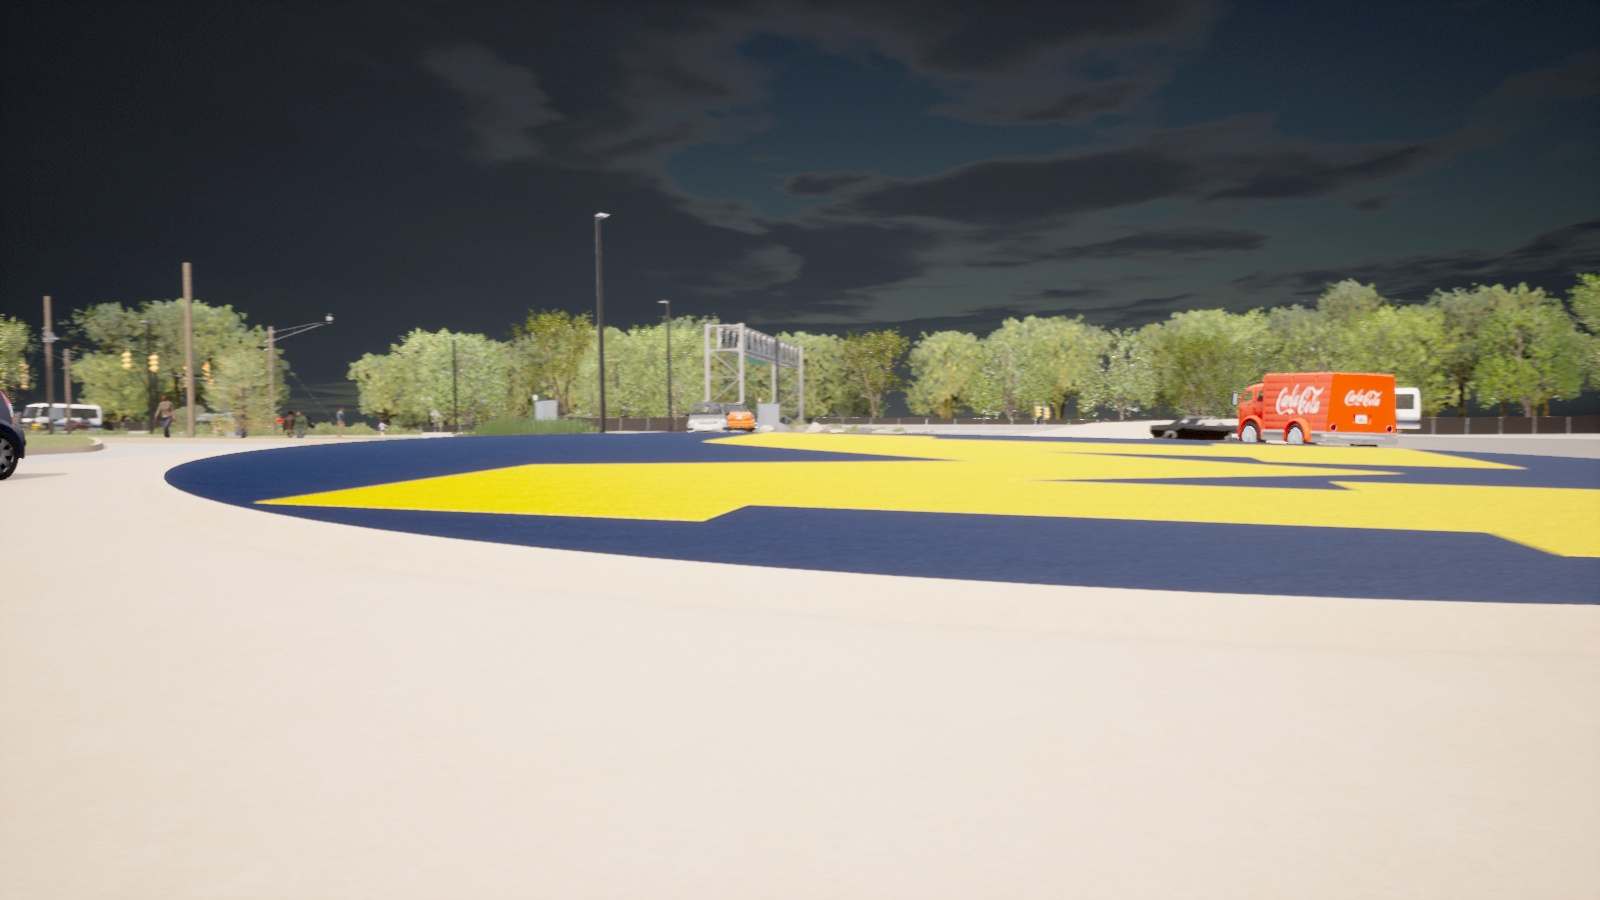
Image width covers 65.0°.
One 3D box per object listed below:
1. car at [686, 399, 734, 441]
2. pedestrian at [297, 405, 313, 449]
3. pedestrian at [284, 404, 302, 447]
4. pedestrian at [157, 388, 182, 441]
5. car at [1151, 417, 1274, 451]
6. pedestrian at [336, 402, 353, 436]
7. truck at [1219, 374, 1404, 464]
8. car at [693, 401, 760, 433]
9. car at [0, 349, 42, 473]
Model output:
[{"bbox_3d":[-3.675,-1.234,51.382,1.851,1.617,3.988,-1,2,-4],"label":"car"},{"bbox_3d":[-20.876,-0.965,52.938,0.353,1.847,0.614,-1,1,7],"label":"pedestrian"},{"bbox_3d":[-22.098,-1.058,54.779,0.431,1.840,0.703,-1,1,3],"label":"pedestrian"},{"bbox_3d":[-21.469,-1.200,42.768,0.328,1.805,0.869,-1,1,2],"label":"pedestrian"},{"bbox_3d":[18.018,-0.709,54.994,4.718,1.301,1.895,3,2,43],"label":"car"},{"bbox_3d":[-26.725,-1.819,73.739,0.788,1.949,0.423,-1,1,7],"label":"pedestrian"},{"bbox_3d":[15.439,-0.973,38.325,2.627,2.467,5.204,2,2,-13],"label":"truck"},{"bbox_3d":[-4.240,-1.856,71.579,2.097,1.767,4.553,-1,2,-28],"label":"car"},{"bbox_3d":[-11.638,-0.444,15.241,1.851,1.617,3.988,0,3,13],"label":"car"}]
